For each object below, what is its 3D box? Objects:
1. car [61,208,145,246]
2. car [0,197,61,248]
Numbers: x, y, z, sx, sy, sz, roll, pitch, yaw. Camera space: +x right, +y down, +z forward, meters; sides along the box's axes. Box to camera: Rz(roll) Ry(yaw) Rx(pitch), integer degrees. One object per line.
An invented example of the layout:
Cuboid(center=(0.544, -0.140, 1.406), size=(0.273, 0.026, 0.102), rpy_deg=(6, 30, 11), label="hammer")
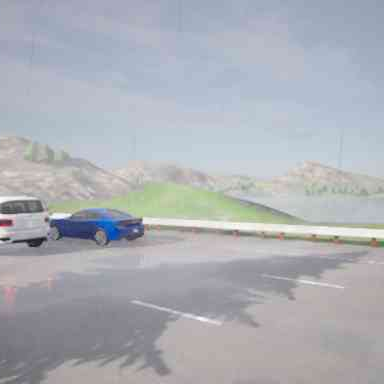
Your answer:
Cuboid(center=(-4.447, 1.458, 15.142), size=(5.008, 1.535, 1.882), rpy_deg=(0, 0, 32), label="car")
Cuboid(center=(-8.070, 1.203, 13.283), size=(5.566, 2.045, 2.150), rpy_deg=(0, 0, 31), label="car")
